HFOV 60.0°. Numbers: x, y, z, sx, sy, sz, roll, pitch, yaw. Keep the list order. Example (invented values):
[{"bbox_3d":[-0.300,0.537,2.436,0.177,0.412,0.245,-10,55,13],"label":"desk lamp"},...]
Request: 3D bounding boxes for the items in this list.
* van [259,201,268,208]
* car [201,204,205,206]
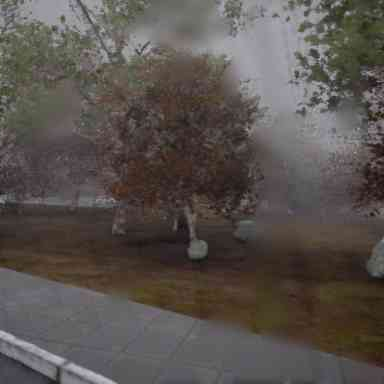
[{"bbox_3d":[17.965,3.397,90.522,4.442,1.987,1.878,3,0,-44],"label":"van"},{"bbox_3d":[3.500,2.837,65.123,4.181,1.385,1.994,4,0,-44],"label":"car"}]
